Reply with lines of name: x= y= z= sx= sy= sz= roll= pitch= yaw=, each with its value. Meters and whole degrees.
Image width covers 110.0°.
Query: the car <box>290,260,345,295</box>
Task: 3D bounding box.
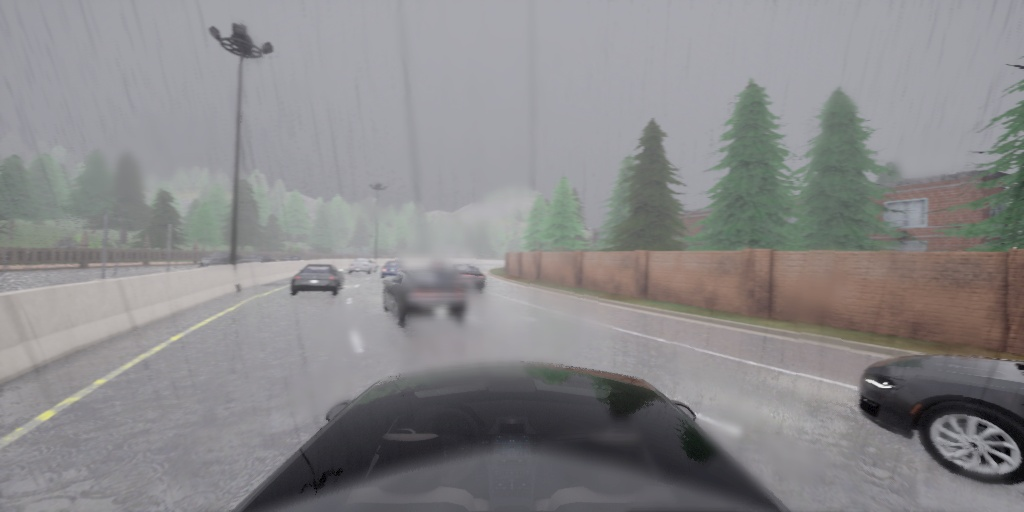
car: x=-9.404 y=1.067 z=17.603 sx=1.994 sy=1.385 sz=4.181 roll=2 pitch=0 yaw=-21

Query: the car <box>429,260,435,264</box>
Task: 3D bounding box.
car: x=-7.518 y=1.153 z=36.946 sx=2.128 sy=1.511 sz=4.902 roll=2 pitch=0 yaw=-10

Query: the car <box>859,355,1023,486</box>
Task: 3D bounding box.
car: x=5.959 y=1.465 z=2.647 sx=1.837 sy=1.490 sz=4.892 roll=2 pitch=0 yaw=-32

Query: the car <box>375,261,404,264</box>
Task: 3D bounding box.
car: x=-9.478 y=1.103 z=29.058 sx=2.033 sy=1.411 sz=5.357 roll=2 pitch=0 yaw=-14

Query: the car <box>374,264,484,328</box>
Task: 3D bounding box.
car: x=-2.881 y=1.188 z=11.287 sx=2.128 sy=1.511 sz=4.902 roll=2 pitch=0 yaw=-27

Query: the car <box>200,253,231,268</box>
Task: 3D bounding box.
car: x=-28.776 y=0.418 z=35.828 sx=2.128 sy=1.511 sz=4.902 roll=2 pitch=0 yaw=-8

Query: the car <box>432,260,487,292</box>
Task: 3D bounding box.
car: x=-2.845 y=1.231 z=19.932 sx=2.128 sy=1.511 sz=4.902 roll=2 pitch=0 yaw=-21

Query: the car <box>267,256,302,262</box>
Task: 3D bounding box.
car: x=-21.612 y=0.733 z=35.240 sx=1.994 sy=1.385 sz=4.181 roll=2 pitch=0 yaw=-9

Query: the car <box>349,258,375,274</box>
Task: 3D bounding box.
car: x=-14.121 y=0.946 z=34.126 sx=1.812 sy=1.442 sz=4.674 roll=2 pitch=0 yaw=-11

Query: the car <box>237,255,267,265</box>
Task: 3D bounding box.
car: x=-25.221 y=0.611 z=35.704 sx=1.994 sy=1.385 sz=4.181 roll=2 pitch=0 yaw=-9
